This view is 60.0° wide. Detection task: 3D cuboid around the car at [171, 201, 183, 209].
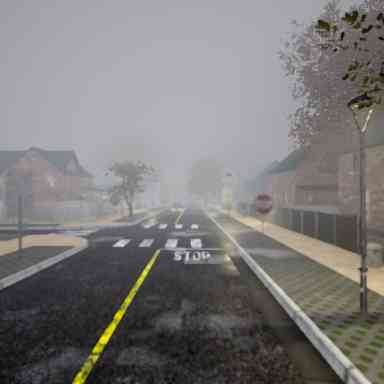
[{"bbox_3d":[-2.731,2.421,62.242,1.994,1.385,4.181,0,-1,0],"label":"car"}]
